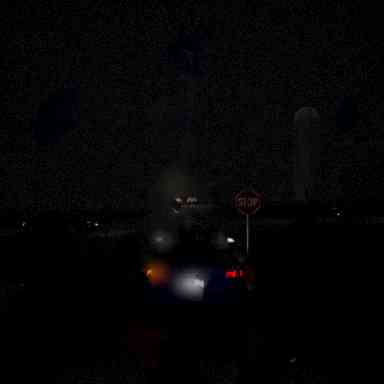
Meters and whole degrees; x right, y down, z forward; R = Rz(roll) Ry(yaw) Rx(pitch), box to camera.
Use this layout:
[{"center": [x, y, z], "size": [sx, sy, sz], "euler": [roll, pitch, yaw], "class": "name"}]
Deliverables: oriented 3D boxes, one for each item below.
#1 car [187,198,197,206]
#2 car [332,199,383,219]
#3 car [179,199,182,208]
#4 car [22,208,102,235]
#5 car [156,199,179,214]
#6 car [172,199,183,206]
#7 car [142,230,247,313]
[{"center": [-0.023, 1.946, 68.642], "size": [2.097, 1.767, 4.553], "euler": [0, -1, 0], "class": "car"}, {"center": [12.644, 1.195, 23.806], "size": [4.718, 1.301, 1.895], "euler": [-2, -1, -2], "class": "car"}, {"center": [-2.854, 1.854, 46.969], "size": [1.895, 1.301, 4.718], "euler": [0, -1, 0], "class": "car"}, {"center": [-7.740, 1.727, 19.788], "size": [4.892, 1.490, 1.837], "euler": [-3, -2, 19], "class": "car"}, {"center": [-2.867, 1.694, 37.351], "size": [2.033, 1.411, 5.357], "euler": [0, 0, 0], "class": "car"}, {"center": [-2.792, 2.124, 66.627], "size": [1.994, 1.385, 4.181], "euler": [0, -1, 1], "class": "car"}, {"center": [0.072, 1.575, 7.801], "size": [1.994, 1.385, 4.181], "euler": [0, 0, 1], "class": "car"}]
